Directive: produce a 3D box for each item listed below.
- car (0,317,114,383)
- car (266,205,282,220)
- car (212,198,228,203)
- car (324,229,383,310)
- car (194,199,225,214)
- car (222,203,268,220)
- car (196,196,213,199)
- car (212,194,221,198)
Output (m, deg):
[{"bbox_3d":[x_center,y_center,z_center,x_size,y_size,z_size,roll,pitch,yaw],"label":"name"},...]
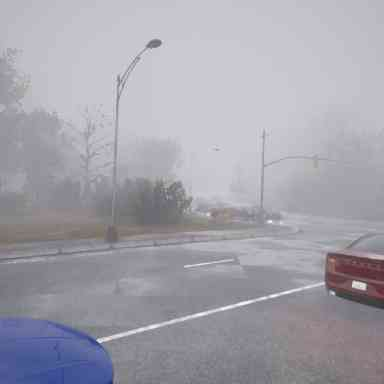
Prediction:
[{"bbox_3d":[-2.863,1.478,1.699,5.008,1.535,1.882,0,0,-36],"label":"car"},{"bbox_3d":[8.110,2.217,37.292,1.837,1.490,4.892,3,-1,-21],"label":"car"},{"bbox_3d":[4.473,2.094,46.971,2.033,1.411,5.357,3,1,-18],"label":"car"},{"bbox_3d":[4.992,1.555,7.347,5.008,1.535,1.882,1,-1,-35],"label":"car"},{"bbox_3d":[2.192,2.033,43.006,1.994,1.385,4.181,3,0,-19],"label":"car"},{"bbox_3d":[5.423,2.171,34.615,1.895,1.301,4.718,3,-1,-23],"label":"car"},{"bbox_3d":[1.694,1.691,57.488,1.837,1.490,4.892,2,2,-12],"label":"car"},{"bbox_3d":[5.839,1.109,79.176,2.033,1.411,5.357,2,2,-1],"label":"car"}]
